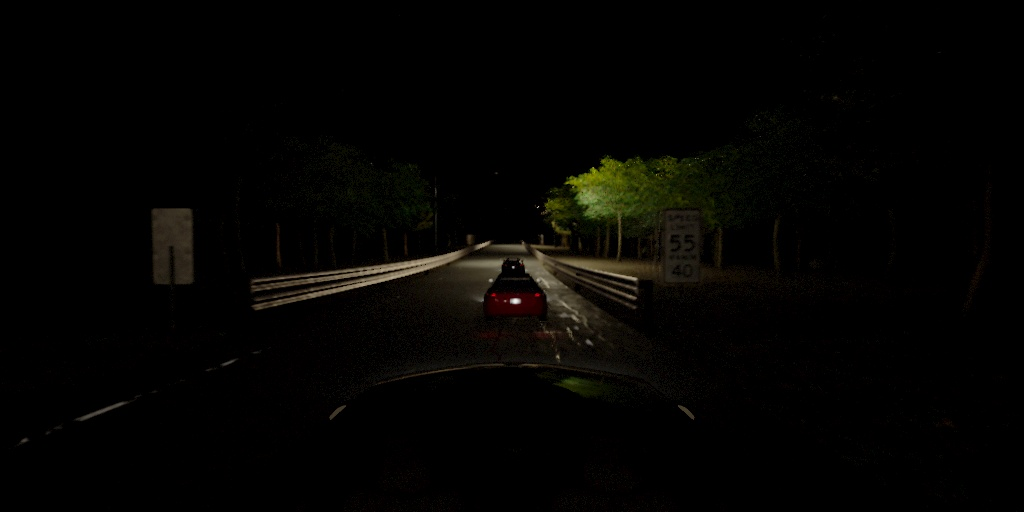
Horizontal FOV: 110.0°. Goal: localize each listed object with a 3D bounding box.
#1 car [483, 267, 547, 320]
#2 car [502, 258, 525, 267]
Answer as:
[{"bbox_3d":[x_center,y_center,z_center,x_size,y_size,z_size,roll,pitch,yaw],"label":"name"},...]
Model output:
[{"bbox_3d":[0.102,1.266,12.414,1.994,1.385,4.181,0,0,0],"label":"car"},{"bbox_3d":[0.105,0.812,31.106,1.994,1.385,4.181,0,2,0],"label":"car"}]
